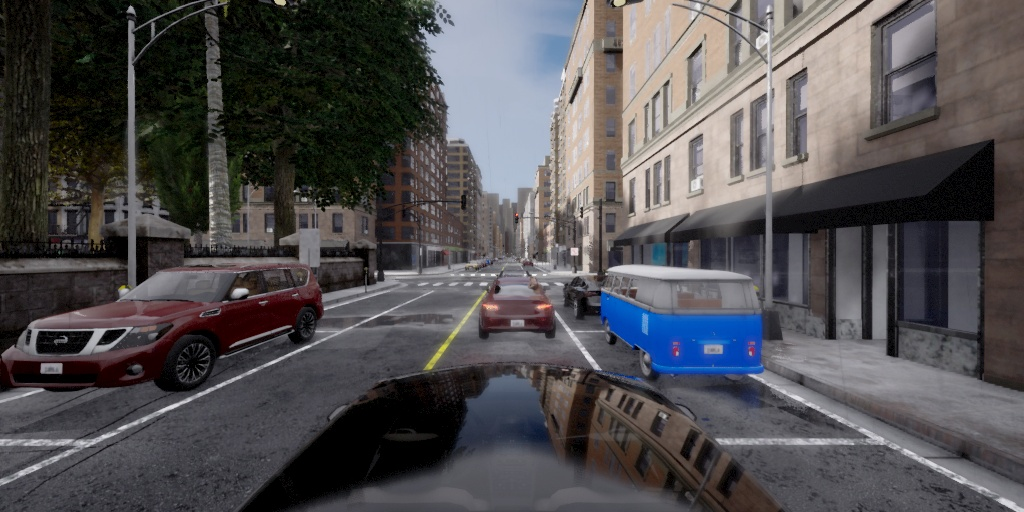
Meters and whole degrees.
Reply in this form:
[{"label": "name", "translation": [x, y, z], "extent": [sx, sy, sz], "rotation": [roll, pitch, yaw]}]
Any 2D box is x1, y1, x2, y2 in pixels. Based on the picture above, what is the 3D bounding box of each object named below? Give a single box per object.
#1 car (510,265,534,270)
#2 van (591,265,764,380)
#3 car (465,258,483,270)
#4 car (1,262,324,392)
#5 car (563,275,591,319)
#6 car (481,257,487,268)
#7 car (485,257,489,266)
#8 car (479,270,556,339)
[{"label": "car", "translation": [0.114, 1.345, 18.807], "extent": [1.895, 1.301, 4.718], "rotation": [0, 0, -1]}, {"label": "van", "translation": [2.868, 1.090, 6.944], "extent": [1.690, 1.789, 3.998], "rotation": [0, 0, 0]}, {"label": "car", "translation": [-5.558, 1.248, 50.442], "extent": [1.751, 1.417, 4.829], "rotation": [0, 0, 0]}, {"label": "car", "translation": [-5.657, 1.064, 6.923], "extent": [2.192, 1.841, 5.009], "rotation": [0, 0, 0]}, {"label": "car", "translation": [2.881, 1.313, 12.604], "extent": [1.948, 1.339, 4.313], "rotation": [0, 0, 0]}, {"label": "car", "translation": [-5.545, 1.272, 56.062], "extent": [2.007, 1.370, 4.403], "rotation": [0, 0, 0]}, {"label": "car", "translation": [-5.533, 1.266, 61.513], "extent": [1.888, 1.381, 4.507], "rotation": [0, 0, 0]}, {"label": "car", "translation": [0.124, 1.274, 9.985], "extent": [1.812, 1.442, 4.674], "rotation": [0, 0, 0]}]
